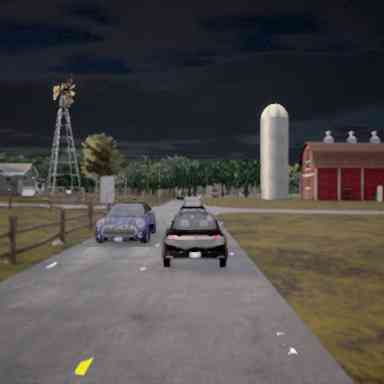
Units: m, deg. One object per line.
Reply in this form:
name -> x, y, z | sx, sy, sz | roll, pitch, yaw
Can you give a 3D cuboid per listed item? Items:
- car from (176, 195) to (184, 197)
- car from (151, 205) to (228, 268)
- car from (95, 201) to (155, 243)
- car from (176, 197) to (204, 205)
car -> -2.761, 1.289, 77.462 | 1.895, 1.301, 4.718 | 0, 0, 0
car -> 0.078, 1.393, 10.954 | 2.128, 1.511, 4.902 | 0, 0, 0
car -> -2.836, 1.225, 15.129 | 2.097, 1.767, 4.553 | 0, 0, 0
car -> 0.059, 1.310, 23.050 | 2.128, 1.511, 4.902 | 0, 0, 0
